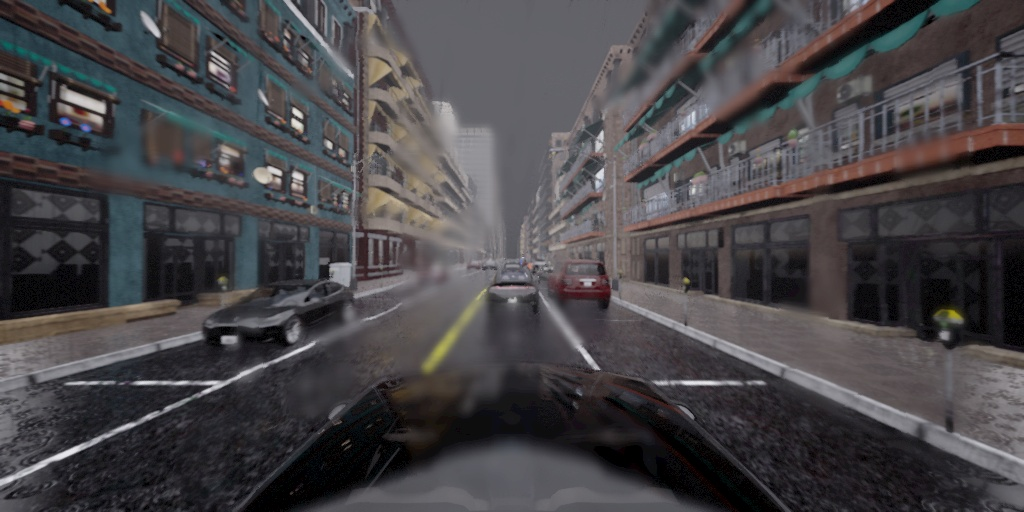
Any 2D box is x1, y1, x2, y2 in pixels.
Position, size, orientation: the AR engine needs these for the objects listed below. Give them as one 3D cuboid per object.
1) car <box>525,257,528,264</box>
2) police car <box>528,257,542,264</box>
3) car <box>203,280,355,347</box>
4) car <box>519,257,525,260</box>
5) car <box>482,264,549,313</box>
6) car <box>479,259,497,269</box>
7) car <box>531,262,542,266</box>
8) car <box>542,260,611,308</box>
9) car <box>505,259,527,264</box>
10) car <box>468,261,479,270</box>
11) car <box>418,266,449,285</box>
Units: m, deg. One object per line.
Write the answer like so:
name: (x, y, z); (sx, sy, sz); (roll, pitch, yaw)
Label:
car: (3.105, 1.160, 46.679); (2.097, 1.767, 4.553); (0, 0, 0)
police car: (3.127, 1.223, 39.819); (1.930, 1.638, 5.238); (0, 0, 0)
car: (-5.692, 1.325, 9.420); (1.948, 1.339, 4.313); (0, 0, 0)
car: (2.680, 1.143, 60.566); (2.192, 1.841, 5.009); (0, 0, 0)
car: (0.065, 1.256, 14.003); (2.128, 1.511, 4.902); (0, 0, 0)
car: (-3.091, 1.291, 50.765); (1.882, 1.535, 5.008); (0, 0, 0)
car: (2.686, 1.330, 26.472); (2.007, 1.370, 4.403); (0, 0, 0)
car: (2.688, 1.080, 15.107); (2.192, 1.841, 5.009); (0, 0, 0)
car: (0.066, 1.290, 29.284); (1.837, 1.490, 4.892); (0, 0, 0)
car: (-5.699, 1.365, 54.879); (1.888, 1.381, 4.507); (0, 0, 0)
car: (-5.694, 1.362, 26.468); (1.802, 1.307, 4.207); (0, 0, 0)
